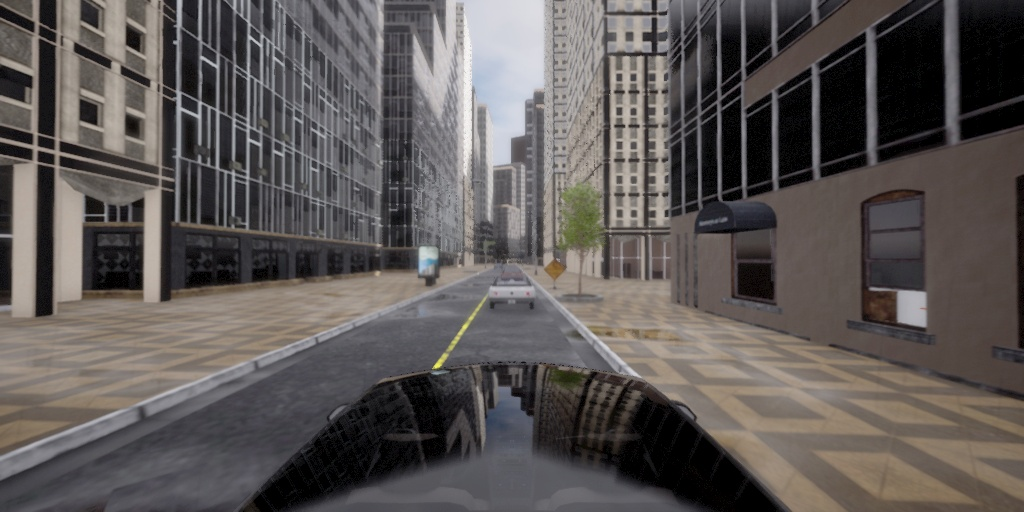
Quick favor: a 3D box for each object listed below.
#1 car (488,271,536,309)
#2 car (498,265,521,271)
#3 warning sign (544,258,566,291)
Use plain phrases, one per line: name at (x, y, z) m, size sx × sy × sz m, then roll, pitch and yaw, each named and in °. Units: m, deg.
car at (-0.001, 1.498, 15.958) m, size 1.895 × 1.301 × 4.718 m, roll 0°, pitch -1°, yaw 0°
car at (-0.004, 1.670, 30.960) m, size 1.895 × 1.301 × 4.718 m, roll 0°, pitch -1°, yaw 0°
warning sign at (2.513, 1.071, 21.106) m, size 1.300 × 1.860 × 1.060 m, roll 0°, pitch 0°, yaw 0°
